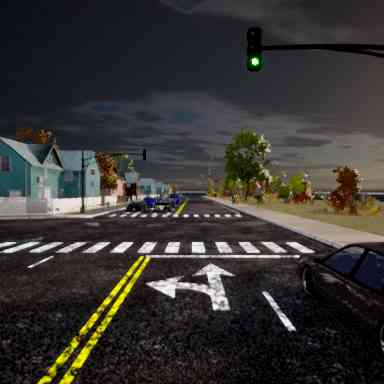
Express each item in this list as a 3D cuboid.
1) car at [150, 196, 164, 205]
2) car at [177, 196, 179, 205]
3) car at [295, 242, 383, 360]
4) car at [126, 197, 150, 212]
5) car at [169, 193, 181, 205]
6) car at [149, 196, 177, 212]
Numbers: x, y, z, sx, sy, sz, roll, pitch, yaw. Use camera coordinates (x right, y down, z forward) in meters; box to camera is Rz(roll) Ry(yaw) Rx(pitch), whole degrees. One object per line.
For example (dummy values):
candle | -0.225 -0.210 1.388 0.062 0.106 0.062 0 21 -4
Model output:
car | -6.462 1.552 61.811 2.128 1.511 4.902 0 0 1
car | -3.269 1.638 47.822 1.895 1.301 4.718 0 0 0
car | 3.362 1.548 5.446 2.033 1.411 5.357 0 0 0
car | -6.533 1.627 39.664 1.895 1.301 4.718 0 0 0
car | -3.224 1.275 61.037 2.150 2.045 5.566 0 1 0
car | -3.285 1.516 38.576 2.128 1.511 4.902 0 0 0
